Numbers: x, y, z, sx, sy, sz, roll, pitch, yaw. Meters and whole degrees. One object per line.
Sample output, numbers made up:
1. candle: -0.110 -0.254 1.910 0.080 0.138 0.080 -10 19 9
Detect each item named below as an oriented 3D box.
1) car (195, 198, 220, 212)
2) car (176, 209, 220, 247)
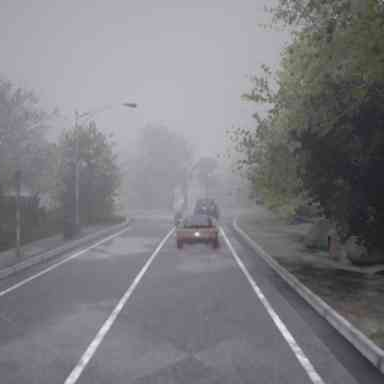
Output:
1. car: 1.569 1.663 33.320 2.150 2.045 5.566 -1 -2 9
2. car: 0.284 1.832 16.756 1.994 1.385 4.181 -1 0 2
